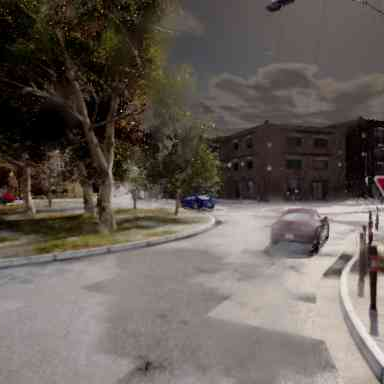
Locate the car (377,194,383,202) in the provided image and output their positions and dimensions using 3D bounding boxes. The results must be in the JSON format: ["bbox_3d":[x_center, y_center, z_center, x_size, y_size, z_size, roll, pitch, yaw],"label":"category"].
[{"bbox_3d":[29.343,0.611,48.339,2.185,1.767,4.553,-1,1,-21],"label":"car"}]

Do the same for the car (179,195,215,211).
[{"bbox_3d":[0.422,1.054,34.860,1.882,1.535,5.008,0,1,-31],"label":"car"}]

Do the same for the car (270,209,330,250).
[{"bbox_3d":[4.653,1.434,14.107,1.812,1.442,4.674,1,1,29],"label":"car"}]

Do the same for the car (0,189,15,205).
[{"bbox_3d":[-25.111,0.645,41.218,5.566,2.045,2.150,0,0,-27],"label":"car"}]
